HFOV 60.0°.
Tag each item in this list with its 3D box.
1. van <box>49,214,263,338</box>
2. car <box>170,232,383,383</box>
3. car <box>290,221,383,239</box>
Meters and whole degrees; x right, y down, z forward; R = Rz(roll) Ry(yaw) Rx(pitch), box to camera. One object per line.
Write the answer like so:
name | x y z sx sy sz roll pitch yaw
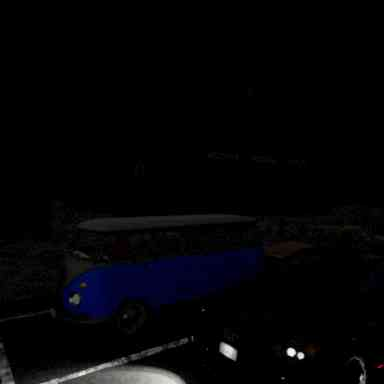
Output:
van | -0.431 1.343 6.337 3.998 1.788 1.690 0 0 -35
car | 2.023 1.567 4.812 4.181 1.385 1.994 0 0 -35
car | 3.863 1.531 9.388 4.829 1.417 1.752 0 0 -35
